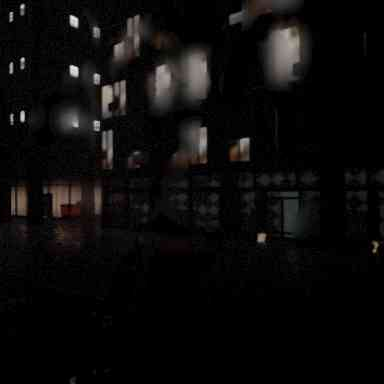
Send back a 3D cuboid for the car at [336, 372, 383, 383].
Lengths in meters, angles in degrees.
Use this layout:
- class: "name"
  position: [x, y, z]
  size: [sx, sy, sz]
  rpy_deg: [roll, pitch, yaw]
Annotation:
- class: "car"
  position: [2.618, 1.554, 1.135]
  size: [4.403, 1.369, 2.008]
  rpy_deg: [0, 0, 35]
